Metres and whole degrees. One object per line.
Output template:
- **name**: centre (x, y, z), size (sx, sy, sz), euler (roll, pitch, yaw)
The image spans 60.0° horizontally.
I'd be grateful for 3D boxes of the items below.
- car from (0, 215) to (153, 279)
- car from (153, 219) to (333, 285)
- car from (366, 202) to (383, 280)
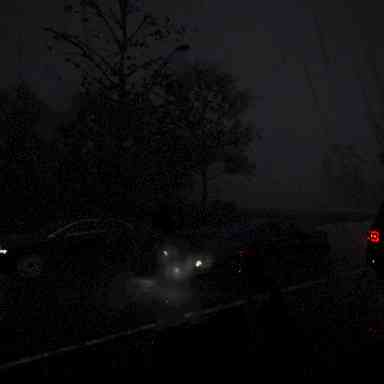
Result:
- **car**: centre (-3.445, 1.470, 10.096), size (4.902, 1.511, 2.128), euler (0, 0, -35)
- **car**: centre (1.819, 1.501, 9.518), size (5.357, 1.411, 2.033), euler (0, 0, -35)
- **car**: centre (6.617, 1.154, 8.342), size (5.566, 2.045, 2.150), euler (0, 0, -35)
